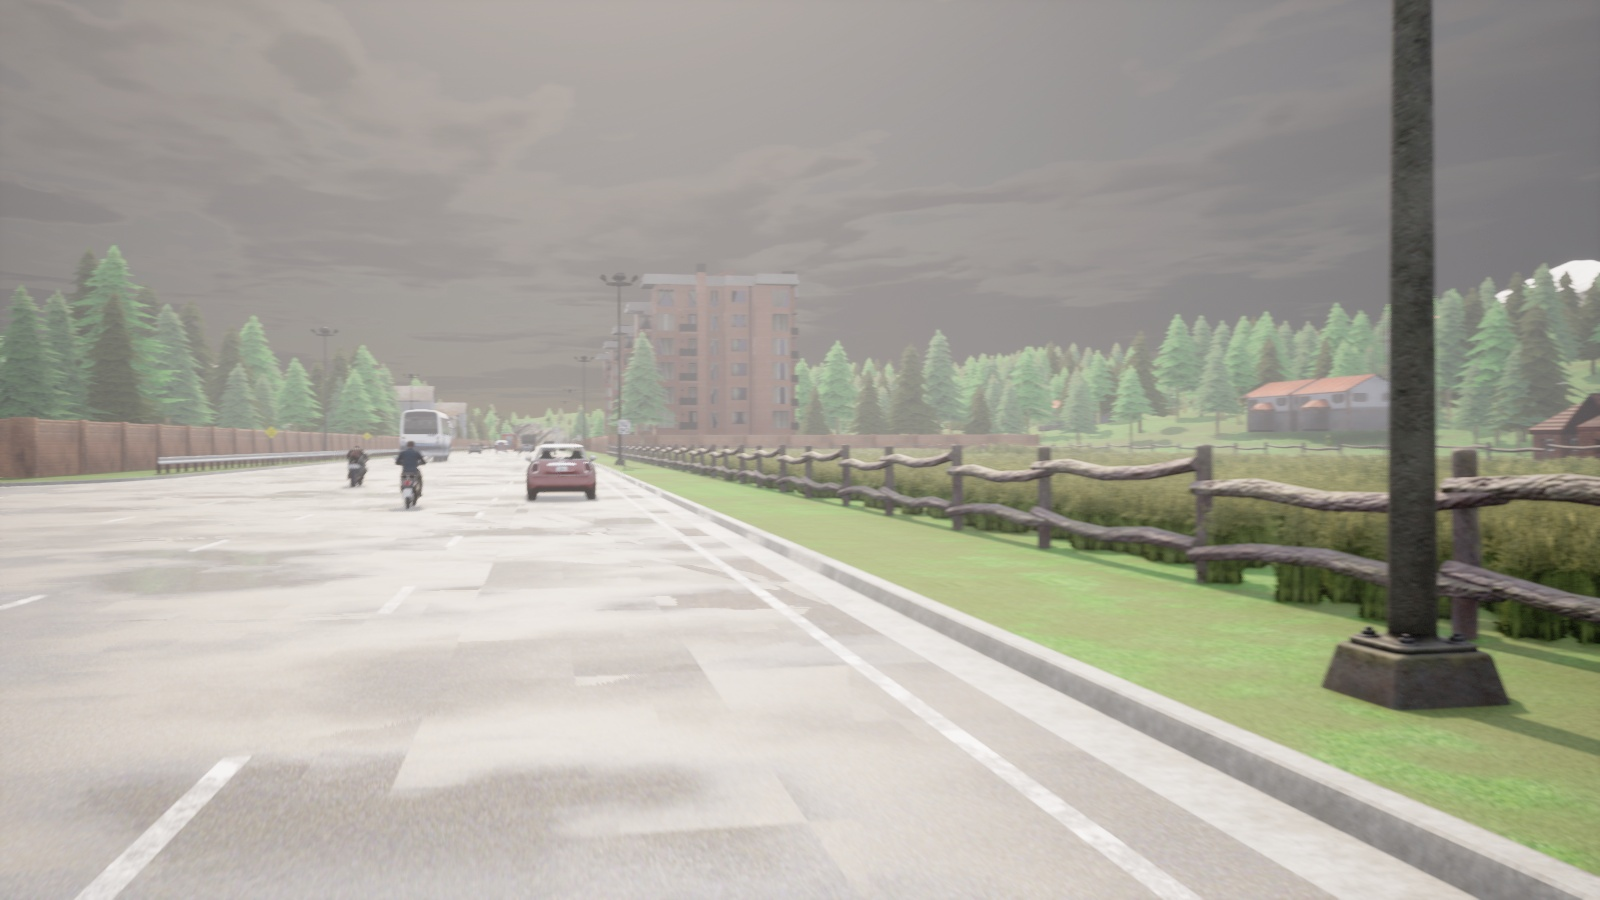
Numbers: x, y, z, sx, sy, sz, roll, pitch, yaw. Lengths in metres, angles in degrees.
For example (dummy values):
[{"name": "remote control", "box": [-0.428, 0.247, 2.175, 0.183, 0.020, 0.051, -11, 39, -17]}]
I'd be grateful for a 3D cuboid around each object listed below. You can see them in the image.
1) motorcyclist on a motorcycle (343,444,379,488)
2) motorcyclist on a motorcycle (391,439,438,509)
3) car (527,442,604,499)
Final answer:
[{"name": "motorcyclist on a motorcycle", "box": [-15.551, 0.557, 44.530, 0.866, 1.530, 2.191, 0, 0, -11]}, {"name": "motorcyclist on a motorcycle", "box": [-9.040, 0.549, 29.508, 0.866, 1.590, 1.817, 0, 0, -11]}, {"name": "car", "box": [-6.527, 0.526, 34.882, 1.970, 1.475, 3.806, 0, 0, -11]}]
